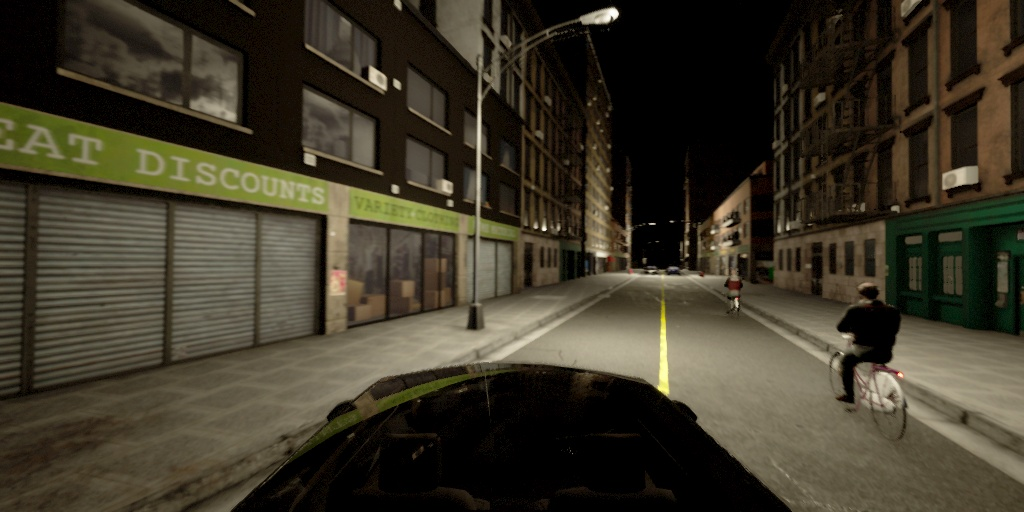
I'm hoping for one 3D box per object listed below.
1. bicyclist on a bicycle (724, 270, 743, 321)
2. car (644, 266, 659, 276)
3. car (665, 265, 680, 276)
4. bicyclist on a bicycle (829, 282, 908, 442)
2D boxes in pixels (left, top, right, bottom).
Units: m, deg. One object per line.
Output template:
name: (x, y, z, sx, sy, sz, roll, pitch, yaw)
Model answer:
bicyclist on a bicycle: (7.947, 1.373, 12.907, 0.659, 1.776, 1.843, 0, -1, 23)
car: (22.018, 2.263, 56.582, 2.128, 1.511, 4.902, 0, -1, 23)
car: (24.851, 2.330, 55.178, 2.033, 1.411, 5.357, 0, -1, 23)
bicyclist on a bicycle: (4.473, 1.213, 4.606, 0.659, 1.776, 1.843, 0, -1, 23)
